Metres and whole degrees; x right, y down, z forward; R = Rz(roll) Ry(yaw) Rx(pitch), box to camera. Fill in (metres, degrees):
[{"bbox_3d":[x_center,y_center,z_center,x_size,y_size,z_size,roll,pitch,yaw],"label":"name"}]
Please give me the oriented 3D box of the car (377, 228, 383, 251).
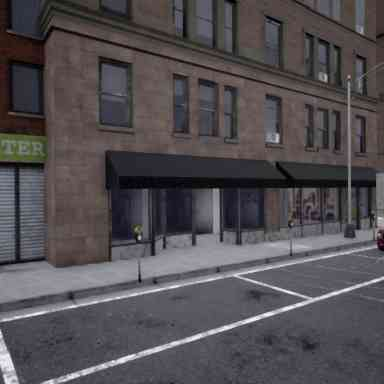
[{"bbox_3d":[8.899,1.540,12.894,4.507,1.381,1.887,0,-1,-36],"label":"car"}]
